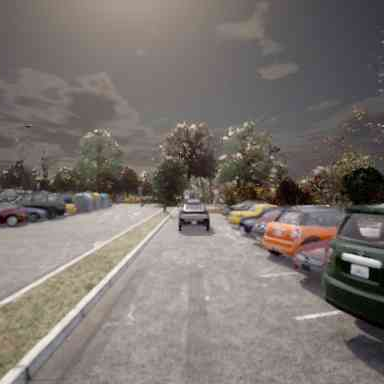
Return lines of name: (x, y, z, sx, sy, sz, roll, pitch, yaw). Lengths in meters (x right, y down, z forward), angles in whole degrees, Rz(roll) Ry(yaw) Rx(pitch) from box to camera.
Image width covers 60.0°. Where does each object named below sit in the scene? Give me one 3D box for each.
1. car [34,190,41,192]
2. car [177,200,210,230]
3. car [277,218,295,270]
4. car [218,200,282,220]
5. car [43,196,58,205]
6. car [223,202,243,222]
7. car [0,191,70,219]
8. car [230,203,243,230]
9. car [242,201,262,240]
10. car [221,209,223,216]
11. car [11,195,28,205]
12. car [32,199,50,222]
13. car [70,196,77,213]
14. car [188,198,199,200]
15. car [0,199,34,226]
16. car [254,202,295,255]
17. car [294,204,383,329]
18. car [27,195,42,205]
car: (-32.623, 0.401, 71.090, 4.902, 1.511, 2.128, 4, -2, 1)
car: (0.121, 1.488, 20.855, 2.128, 1.511, 4.902, 0, 0, 0)
car: (4.835, 1.524, 8.531, 4.674, 1.452, 2.002, 1, 0, -20)
car: (4.869, 1.482, 28.057, 4.892, 1.521, 2.231, 1, 0, -20)
car: (-27.283, 1.647, 64.197, 2.231, 1.521, 4.892, 1, -3, -19)
car: (5.023, 1.482, 21.338, 5.366, 1.575, 1.946, 1, 0, -20)
car: (-13.301, 1.205, 27.588, 5.566, 2.045, 2.435, -1, 0, -20)
car: (4.820, 1.512, 17.863, 4.792, 1.488, 2.163, 1, 0, -20)
car: (4.871, 1.358, 14.494, 4.553, 1.767, 2.185, 1, 0, -20)
car: (4.851, 1.483, 24.663, 4.892, 1.521, 2.231, 1, 0, -20)
car: (-33.334, 1.524, 64.316, 2.185, 1.767, 4.553, 1, -3, -19)
car: (-13.290, 1.504, 24.588, 4.674, 1.452, 2.002, -1, 0, -20)
car: (-13.434, 1.440, 30.564, 5.366, 1.575, 1.946, -1, 1, -20)
car: (0.160, 1.472, 36.071, 1.837, 1.490, 4.892, 0, 0, 0)
car: (-13.309, 1.467, 21.562, 5.008, 1.535, 2.097, -1, 0, -20)
car: (4.806, 1.358, 11.503, 4.553, 1.767, 2.185, 1, 0, -20)
car: (4.860, 1.234, 5.569, 5.566, 2.045, 2.435, 1, 0, -20)
car: (-30.298, 1.520, 64.211, 2.185, 1.767, 4.553, 1, -3, -19)
